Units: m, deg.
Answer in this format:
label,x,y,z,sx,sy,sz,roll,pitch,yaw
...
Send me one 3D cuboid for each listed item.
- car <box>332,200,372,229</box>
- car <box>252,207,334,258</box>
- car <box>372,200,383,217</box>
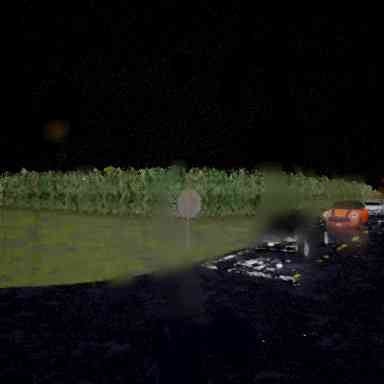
label,x,y,z,sx,sy,sz,roll,pitch,yaw
car,10.007,1.360,21.558,2.097,1.767,4.553,0,0,36
car,4.019,1.517,13.168,1.837,1.490,4.892,0,-1,35
car,17.038,1.533,31.321,1.812,1.442,4.674,0,0,36
